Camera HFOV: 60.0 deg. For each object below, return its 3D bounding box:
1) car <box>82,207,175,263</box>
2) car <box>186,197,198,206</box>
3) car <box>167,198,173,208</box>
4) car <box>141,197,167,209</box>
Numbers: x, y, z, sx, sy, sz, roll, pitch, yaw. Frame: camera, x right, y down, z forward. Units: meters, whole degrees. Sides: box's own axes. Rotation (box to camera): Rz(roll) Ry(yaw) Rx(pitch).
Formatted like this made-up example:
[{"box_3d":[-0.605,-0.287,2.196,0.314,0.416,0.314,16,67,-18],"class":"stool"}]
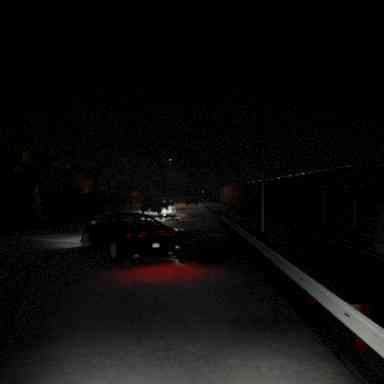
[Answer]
[{"box_3d":[-2.486,1.476,12.212,1.882,1.535,5.008,1,-1,-34],"class":"car"},{"box_3d":[0.017,1.518,54.898,1.812,1.442,4.674,0,0,0],"class":"car"},{"box_3d":[-4.059,1.486,43.915,2.128,1.511,4.902,0,0,0],"class":"car"},{"box_3d":[-4.085,1.487,34.435,2.128,1.511,4.902,0,0,0],"class":"car"}]
